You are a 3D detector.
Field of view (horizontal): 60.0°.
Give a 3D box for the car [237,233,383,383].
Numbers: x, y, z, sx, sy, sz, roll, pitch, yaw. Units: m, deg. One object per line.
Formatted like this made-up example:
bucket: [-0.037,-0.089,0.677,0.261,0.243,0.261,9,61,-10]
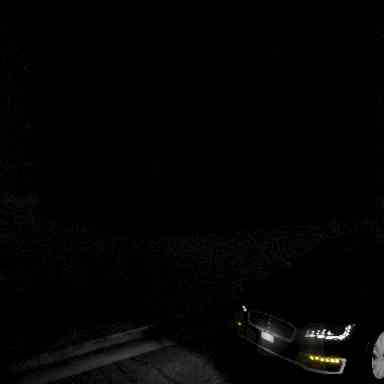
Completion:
car: [2.890,1.500,5.438,4.892,1.490,1.837,0,0,-36]
